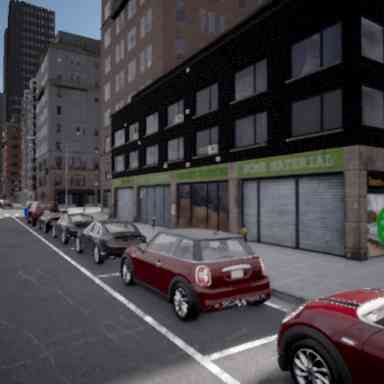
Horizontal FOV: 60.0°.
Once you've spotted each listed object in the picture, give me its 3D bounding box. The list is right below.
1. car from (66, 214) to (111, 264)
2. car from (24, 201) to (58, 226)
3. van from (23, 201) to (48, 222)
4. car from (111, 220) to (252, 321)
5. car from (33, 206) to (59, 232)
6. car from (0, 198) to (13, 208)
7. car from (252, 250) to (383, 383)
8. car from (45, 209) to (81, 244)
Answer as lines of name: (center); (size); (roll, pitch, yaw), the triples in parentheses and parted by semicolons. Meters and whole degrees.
car: (-3.098, 1.709, 12.411); (2.008, 1.369, 4.403); (0, -1, -32)
car: (-11.813, 1.657, 26.508); (2.192, 1.841, 5.009); (0, -1, -32)
van: (-14.718, 1.744, 31.205); (1.690, 1.788, 3.998); (0, -1, -32)
car: (-0.194, 1.538, 7.715); (1.967, 1.590, 4.097); (0, -1, -32)
car: (-8.908, 1.846, 21.806); (1.947, 1.339, 4.313); (0, -1, -32)
car: (-38.042, 2.351, 68.381); (1.967, 1.590, 4.097); (0, -1, -33)
car: (2.711, 1.477, 3.017); (1.967, 1.590, 4.097); (0, -1, -32)
car: (-6.003, 1.770, 17.109); (2.008, 1.369, 4.403); (0, -1, -32)
